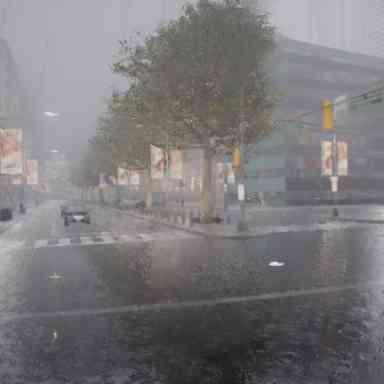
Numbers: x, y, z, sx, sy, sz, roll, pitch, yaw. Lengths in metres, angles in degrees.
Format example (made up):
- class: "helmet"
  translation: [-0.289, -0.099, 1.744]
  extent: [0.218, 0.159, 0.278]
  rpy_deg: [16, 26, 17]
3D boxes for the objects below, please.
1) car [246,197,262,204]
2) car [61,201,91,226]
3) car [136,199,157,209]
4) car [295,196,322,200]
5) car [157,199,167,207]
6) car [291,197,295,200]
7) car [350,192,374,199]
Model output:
- class: "car"
  translation: [11.890, 1.696, 66.134]
  extent: [2.161, 1.482, 4.786]
  rpy_deg: [-1, 0, -22]
- class: "car"
  translation: [-9.214, 1.787, 26.589]
  extent: [2.128, 1.511, 4.902]
  rpy_deg: [-1, 0, -22]
- class: "car"
  translation: [-7.633, 1.928, 53.560]
  extent: [1.882, 1.535, 5.008]
  rpy_deg: [-1, 0, -22]
- class: "car"
  translation: [20.299, 1.432, 56.388]
  extent: [2.002, 1.452, 4.674]
  rpy_deg: [-1, 0, -22]
- class: "car"
  translation: [-5.900, 1.954, 58.880]
  extent: [2.128, 1.511, 4.902]
  rpy_deg: [-1, 0, -22]
- class: "car"
  translation: [22.793, 1.632, 70.119]
  extent: [1.895, 1.301, 4.718]
  rpy_deg: [-1, 0, -22]
- class: "car"
  translation: [39.608, 1.033, 77.863]
  extent: [2.435, 2.045, 5.566]
  rpy_deg: [-1, 0, -22]
